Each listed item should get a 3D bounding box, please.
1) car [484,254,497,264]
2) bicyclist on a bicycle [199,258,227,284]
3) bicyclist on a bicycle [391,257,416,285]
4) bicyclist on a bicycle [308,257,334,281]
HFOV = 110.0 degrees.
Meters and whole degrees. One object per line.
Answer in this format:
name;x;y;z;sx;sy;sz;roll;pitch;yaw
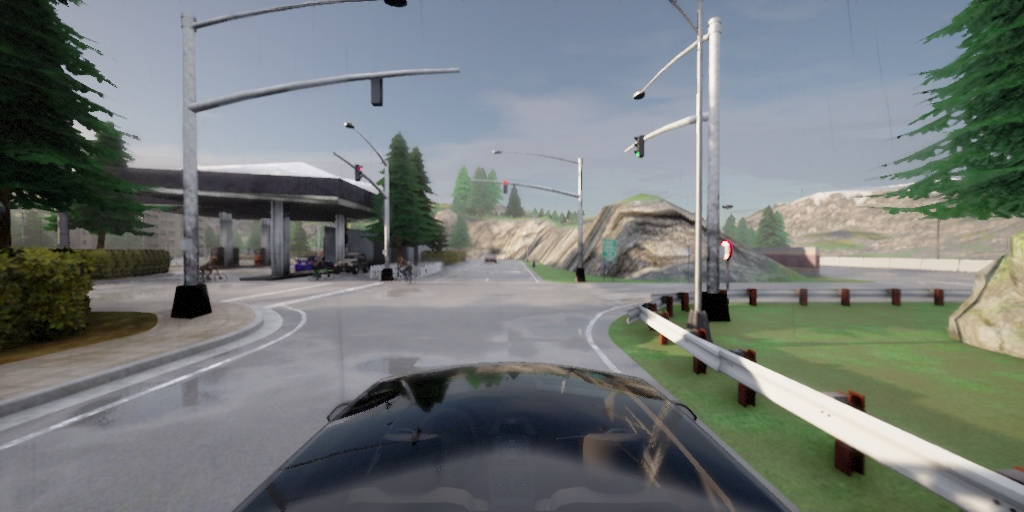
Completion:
car;-3.584;0.479;60.181;1.882;1.535;5.008;0;0;0
bicyclist on a bicycle;-18.565;0.929;22.164;1.656;1.620;0.582;0;0;-15
bicyclist on a bicycle;-6.319;0.872;20.858;1.656;1.620;0.582;0;0;12
bicyclist on a bicycle;-13.113;0.910;24.637;1.656;1.620;0.582;0;1;-40
